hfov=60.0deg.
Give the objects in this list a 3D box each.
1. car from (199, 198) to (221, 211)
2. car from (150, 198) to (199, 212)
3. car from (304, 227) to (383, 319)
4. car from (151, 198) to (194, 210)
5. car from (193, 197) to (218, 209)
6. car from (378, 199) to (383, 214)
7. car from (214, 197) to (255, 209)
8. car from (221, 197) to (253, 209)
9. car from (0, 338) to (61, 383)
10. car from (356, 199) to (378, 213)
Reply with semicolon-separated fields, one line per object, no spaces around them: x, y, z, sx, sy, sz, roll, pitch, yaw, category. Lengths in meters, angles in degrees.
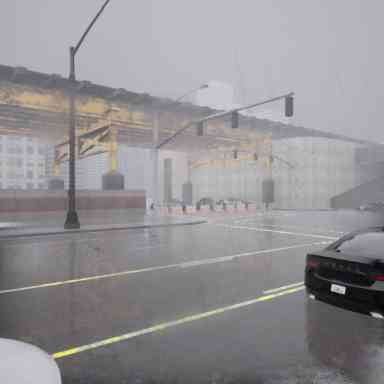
1.682;1.453;39.943;2.038;1.542;4.974;0;0;18;car
-2.039;1.453;37.225;4.974;1.542;2.038;0;0;8;car
4.464;1.478;7.030;5.008;1.535;1.882;0;0;-36;car
-2.091;1.295;37.231;4.536;1.218;1.853;0;0;8;car
1.697;1.295;39.992;1.853;1.218;4.536;0;0;18;car
20.365;1.351;32.270;4.553;1.767;2.097;0;0;-40;car
5.558;1.453;43.737;4.974;1.542;2.038;0;0;-7;car
5.507;1.295;43.730;4.536;1.218;1.853;0;0;-7;car
-3.059;1.526;1.555;4.674;1.442;1.812;0;0;-36;car
19.755;1.492;36.314;4.902;1.511;2.128;0;0;-38;car
